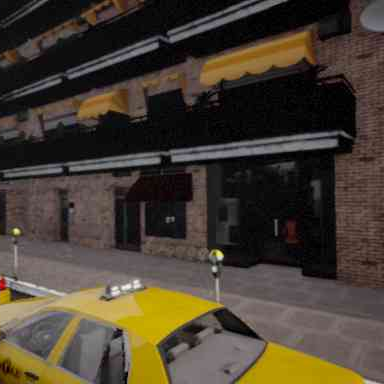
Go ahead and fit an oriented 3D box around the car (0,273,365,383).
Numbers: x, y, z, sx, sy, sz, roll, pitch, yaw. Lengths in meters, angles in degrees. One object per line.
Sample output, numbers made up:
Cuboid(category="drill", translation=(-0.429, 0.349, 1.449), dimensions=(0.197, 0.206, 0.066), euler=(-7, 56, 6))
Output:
Cuboid(category="car", translation=(-0.873, 1.546, 3.353), dimensions=(4.829, 1.417, 1.752), euler=(-1, -1, 35))
